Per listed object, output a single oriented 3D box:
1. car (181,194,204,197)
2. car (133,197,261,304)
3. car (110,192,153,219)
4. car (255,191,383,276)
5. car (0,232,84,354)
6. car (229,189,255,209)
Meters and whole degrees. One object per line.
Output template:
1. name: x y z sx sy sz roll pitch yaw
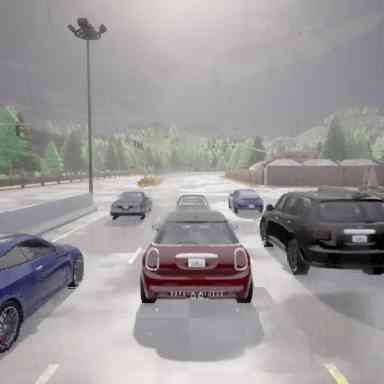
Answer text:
1. car: 0.032 0.823 17.878 2.033 1.411 5.357 0 4 0
2. car: 0.077 1.190 7.994 2.097 1.767 4.553 0 2 0
3. car: -3.479 0.686 19.837 2.033 1.411 5.357 0 4 0
4. car: 3.572 0.985 9.791 2.150 2.045 5.566 0 2 0
5. car: -3.416 1.436 5.832 1.812 1.442 4.674 0 2 0
6. car: 3.510 0.514 22.061 1.812 1.442 4.674 0 4 0
